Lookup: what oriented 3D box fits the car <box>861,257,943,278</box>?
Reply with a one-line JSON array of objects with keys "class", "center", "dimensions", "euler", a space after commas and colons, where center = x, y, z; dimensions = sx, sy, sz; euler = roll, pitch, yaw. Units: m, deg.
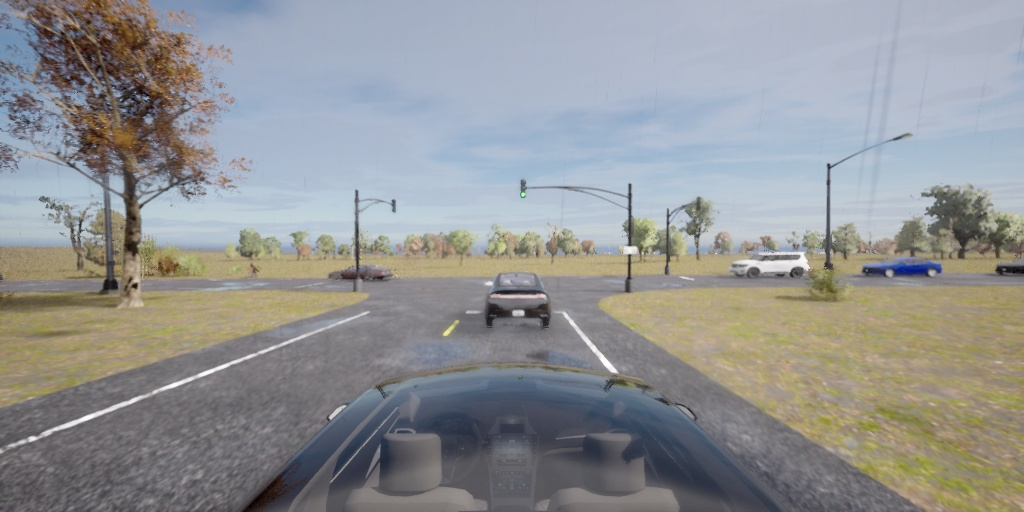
[{"class": "car", "center": [30.837, 0.874, 28.482], "dimensions": [5.008, 1.535, 1.882], "euler": [-1, 1, 4]}]

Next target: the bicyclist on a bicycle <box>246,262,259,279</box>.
[{"class": "bicyclist on a bicycle", "center": [-26.227, 1.459, 36.240], "dimensions": [0.582, 1.620, 1.656], "euler": [-1, 0, 4]}]

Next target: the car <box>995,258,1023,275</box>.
[{"class": "car", "center": [40.877, 0.765, 27.798], "dimensions": [5.008, 1.535, 1.882], "euler": [-1, 1, 4]}]

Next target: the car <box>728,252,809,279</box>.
[{"class": "car", "center": [20.823, 0.731, 29.154], "dimensions": [5.566, 2.045, 2.150], "euler": [-1, 1, 4]}]

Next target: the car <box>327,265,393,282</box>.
[{"class": "car", "center": [-13.219, 1.463, 31.288], "dimensions": [5.357, 1.411, 2.033], "euler": [-1, 1, 8]}]

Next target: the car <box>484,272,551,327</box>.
[{"class": "car", "center": [0.140, 1.263, 11.611], "dimensions": [2.128, 1.511, 4.902], "euler": [0, 0, -1]}]

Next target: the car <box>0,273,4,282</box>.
[{"class": "car", "center": [-51.055, 1.913, 33.901], "dimensions": [4.674, 1.442, 1.812], "euler": [-1, 1, 4]}]
